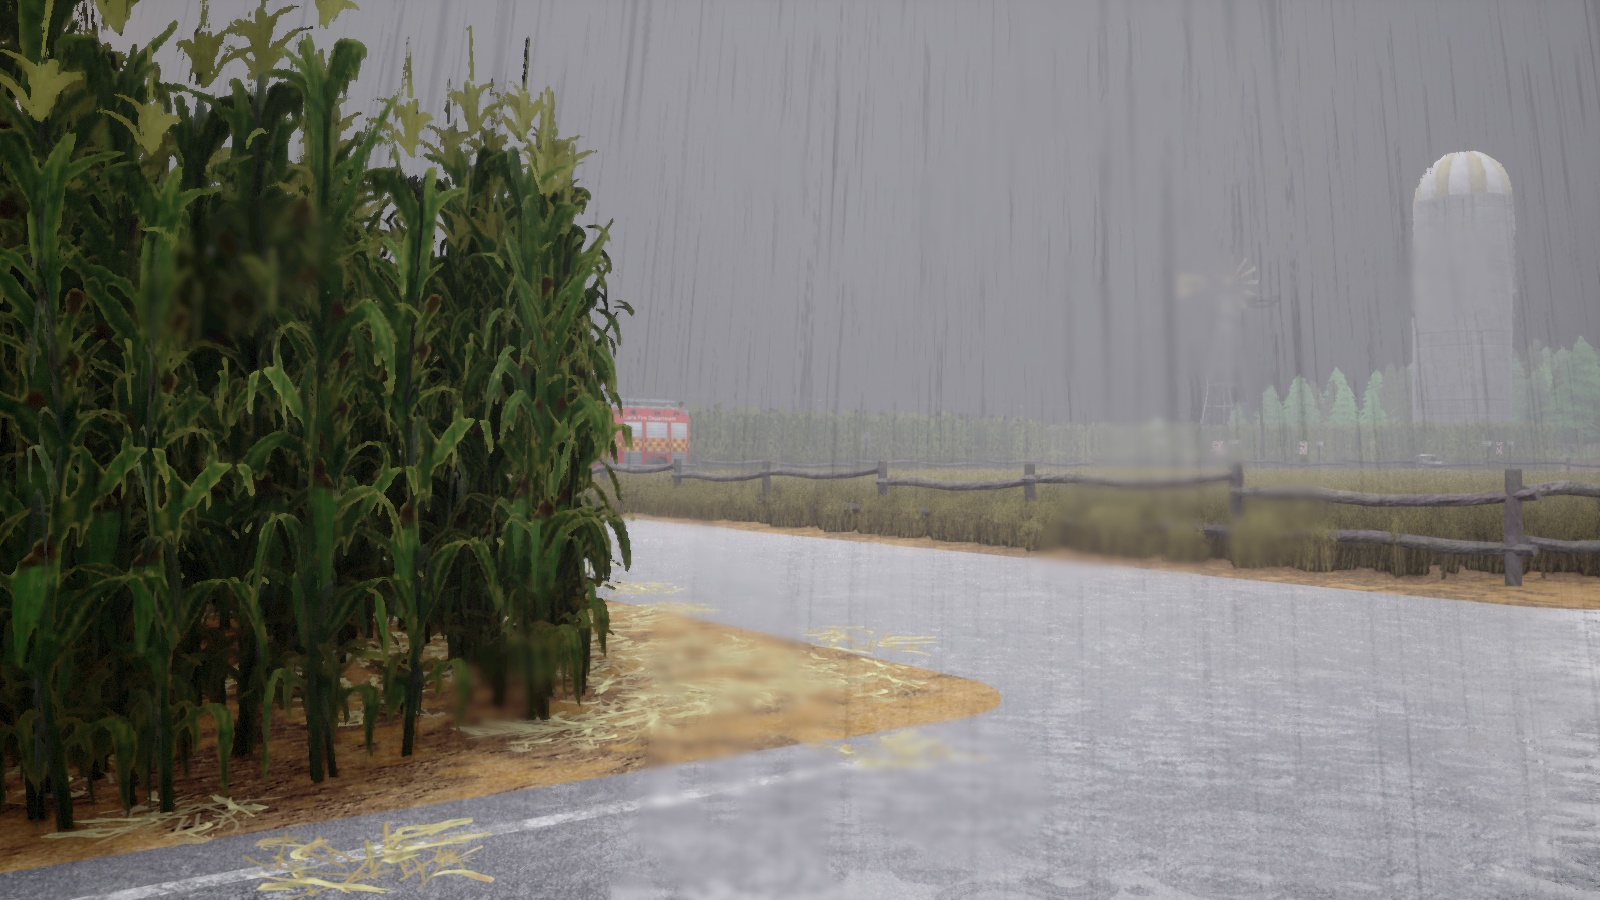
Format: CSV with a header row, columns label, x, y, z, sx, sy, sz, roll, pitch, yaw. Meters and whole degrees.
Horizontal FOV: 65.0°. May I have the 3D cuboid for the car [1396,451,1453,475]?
label,x,y,z,sx,sy,sz,roll,pitch,yaw
car,40.062,0.823,80.686,1.970,1.475,3.806,0,0,4

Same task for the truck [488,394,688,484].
label,x,y,z,sx,sy,sz,roll,pitch,yaw
truck,-9.525,-0.425,56.943,8.468,3.827,2.891,1,-1,-34
